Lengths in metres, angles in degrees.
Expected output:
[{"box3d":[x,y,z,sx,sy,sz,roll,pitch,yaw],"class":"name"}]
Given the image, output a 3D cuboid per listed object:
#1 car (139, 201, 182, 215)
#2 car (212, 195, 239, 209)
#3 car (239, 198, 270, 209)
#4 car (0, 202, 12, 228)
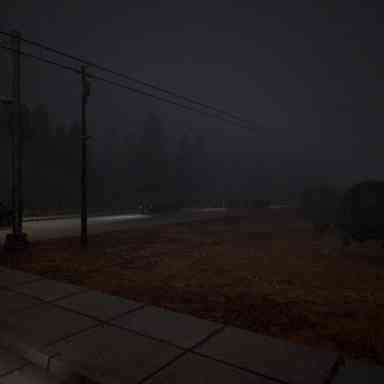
[{"box3d":[-3.127,1.551,33.643,1.895,1.301,4.718,0,0,37],"class":"car"},{"box3d":[4.582,1.237,44.000,2.097,1.767,4.553,0,0,37],"class":"car"},{"box3d":[8.428,1.467,43.024,1.895,1.301,4.718,0,0,37],"class":"car"},{"box3d":[-13.296,1.392,19.928,2.097,1.767,4.553,0,0,37],"class":"car"}]
